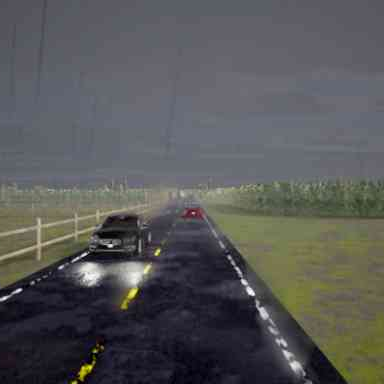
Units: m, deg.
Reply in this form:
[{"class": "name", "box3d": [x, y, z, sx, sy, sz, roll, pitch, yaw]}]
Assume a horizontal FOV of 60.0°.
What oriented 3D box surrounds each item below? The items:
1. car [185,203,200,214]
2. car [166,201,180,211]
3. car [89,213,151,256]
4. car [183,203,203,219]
[{"class": "car", "box3d": [0.101, 2.107, 44.147, 1.895, 1.301, 4.718, 0, -1, 0]}, {"class": "car", "box3d": [-2.840, 2.123, 50.771, 2.033, 1.411, 5.357, 0, -1, 0]}, {"class": "car", "box3d": [-2.848, 1.677, 14.037, 1.837, 1.490, 4.892, 0, -1, 0]}, {"class": "car", "box3d": [0.102, 1.952, 33.126, 1.994, 1.385, 4.181, 0, -1, 0]}]
